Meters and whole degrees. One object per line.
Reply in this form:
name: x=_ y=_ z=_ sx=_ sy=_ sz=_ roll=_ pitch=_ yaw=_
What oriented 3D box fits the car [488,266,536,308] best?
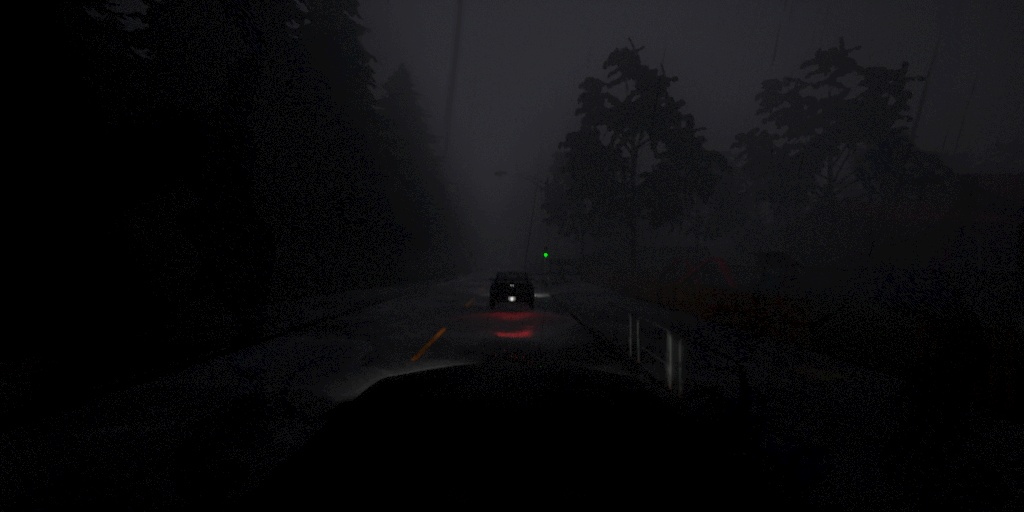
car: x=0.004 y=1.393 z=16.160 sx=1.837 sy=1.490 sz=4.892 roll=0 pitch=0 yaw=0
